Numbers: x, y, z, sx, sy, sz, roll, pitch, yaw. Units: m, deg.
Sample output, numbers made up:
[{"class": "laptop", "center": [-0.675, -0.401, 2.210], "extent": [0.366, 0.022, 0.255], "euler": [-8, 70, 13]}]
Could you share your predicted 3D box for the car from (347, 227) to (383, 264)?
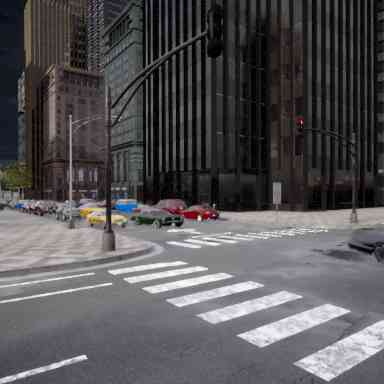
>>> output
[{"class": "car", "center": [7.458, 1.538, 9.725], "extent": [2.033, 1.411, 5.357], "euler": [0, 0, -36]}]

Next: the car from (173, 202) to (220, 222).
[{"class": "car", "center": [0.554, 1.829, 29.471], "extent": [1.887, 1.381, 4.507], "euler": [-1, 0, -35]}]

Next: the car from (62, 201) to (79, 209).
[{"class": "car", "center": [-22.783, 2.407, 62.185], "extent": [1.802, 1.307, 4.206], "euler": [-1, 0, -35]}]

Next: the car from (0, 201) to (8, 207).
[{"class": "car", "center": [-44.524, 2.771, 77.983], "extent": [1.802, 1.307, 4.206], "euler": [-1, 0, -35]}]

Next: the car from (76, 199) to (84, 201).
[{"class": "car", "center": [-19.338, 2.060, 52.780], "extent": [2.097, 1.767, 4.553], "euler": [0, -1, -36]}]

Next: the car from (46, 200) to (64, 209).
[{"class": "car", "center": [-25.046, 2.317, 60.777], "extent": [1.882, 1.535, 5.008], "euler": [0, -1, -35]}]

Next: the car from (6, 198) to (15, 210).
[{"class": "car", "center": [-32.036, 2.354, 60.471], "extent": [1.967, 1.590, 4.097], "euler": [-1, 0, -35]}]

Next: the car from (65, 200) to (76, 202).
[{"class": "car", "center": [-17.250, 2.140, 44.401], "extent": [1.812, 1.442, 4.674], "euler": [0, -1, -35]}]

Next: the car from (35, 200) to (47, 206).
[{"class": "car", "center": [-37.889, 2.711, 83.361], "extent": [2.008, 1.369, 4.403], "euler": [-1, 0, -35]}]

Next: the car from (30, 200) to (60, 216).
[{"class": "car", "center": [-17.749, 1.901, 40.438], "extent": [2.192, 1.841, 5.009], "euler": [-1, 0, -35]}]

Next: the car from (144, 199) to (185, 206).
[{"class": "car", "center": [-2.401, 1.669, 33.616], "extent": [2.192, 1.841, 5.009], "euler": [-1, 0, -35]}]

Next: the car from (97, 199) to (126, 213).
[{"class": "car", "center": [-11.249, 1.876, 46.051], "extent": [2.192, 1.841, 5.009], "euler": [-1, 0, -35]}]

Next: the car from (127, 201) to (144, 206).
[{"class": "car", "center": [-5.344, 2.005, 37.761], "extent": [1.802, 1.307, 4.206], "euler": [-1, 0, -35]}]

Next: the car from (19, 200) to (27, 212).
[{"class": "car", "center": [-23.420, 2.157, 48.393], "extent": [1.967, 1.590, 4.097], "euler": [-1, 0, -35]}]

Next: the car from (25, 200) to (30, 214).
[{"class": "car", "center": [-20.581, 2.196, 44.416], "extent": [1.887, 1.381, 4.507], "euler": [-1, 0, -35]}]

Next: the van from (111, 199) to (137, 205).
[{"class": "van", "center": [-8.299, 1.833, 41.906], "extent": [1.690, 1.788, 3.998], "euler": [-1, 0, -35]}]

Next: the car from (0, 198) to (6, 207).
[{"class": "car", "center": [-41.402, 2.667, 73.606], "extent": [1.887, 1.381, 4.507], "euler": [-1, 0, -35]}]

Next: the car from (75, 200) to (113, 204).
[{"class": "car", "center": [-10.315, 1.930, 34.632], "extent": [1.882, 1.535, 5.008], "euler": [0, -1, -35]}]

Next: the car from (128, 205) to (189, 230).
[{"class": "car", "center": [-2.495, 1.870, 23.666], "extent": [1.895, 1.301, 4.718], "euler": [0, -1, -35]}]

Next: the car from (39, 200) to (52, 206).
[{"class": "car", "center": [-34.868, 2.661, 79.126], "extent": [1.947, 1.339, 4.313], "euler": [-1, 0, -35]}]

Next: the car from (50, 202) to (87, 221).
[{"class": "car", "center": [-12.069, 2.004, 32.483], "extent": [2.008, 1.369, 4.403], "euler": [-1, 0, -35]}]

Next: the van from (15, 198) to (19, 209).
[{"class": "van", "center": [-26.260, 2.123, 52.371], "extent": [1.690, 1.788, 3.998], "euler": [-1, 0, -35]}]

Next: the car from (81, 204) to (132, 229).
[{"class": "car", "center": [-6.297, 1.844, 24.390], "extent": [1.752, 1.417, 4.829], "euler": [-1, 0, -35]}]

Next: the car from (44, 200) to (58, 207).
[{"class": "car", "center": [-31.846, 2.596, 74.890], "extent": [1.947, 1.339, 4.313], "euler": [-1, 0, -35]}]
